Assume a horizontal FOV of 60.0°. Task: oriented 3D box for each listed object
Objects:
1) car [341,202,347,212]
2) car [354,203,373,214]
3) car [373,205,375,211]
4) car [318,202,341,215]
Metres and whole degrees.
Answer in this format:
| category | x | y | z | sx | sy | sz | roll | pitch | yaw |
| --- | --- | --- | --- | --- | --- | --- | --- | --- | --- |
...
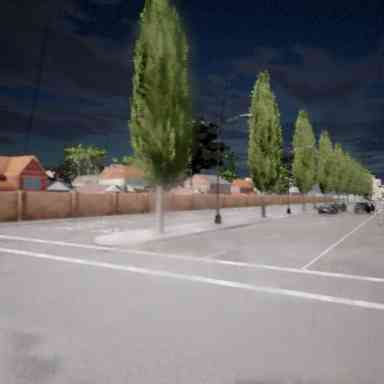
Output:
| category | x | y | z | sx | sy | sz | roll | pitch | yaw |
| --- | --- | --- | --- | --- | --- | --- | --- | --- | --- |
| car | 22.944 | 2.334 | 51.927 | 1.837 | 1.490 | 4.892 | 0 | -1 | 32 |
| car | 23.665 | 2.261 | 46.246 | 1.837 | 1.490 | 4.892 | 0 | -1 | 32 |
| car | 28.772 | 2.442 | 54.514 | 2.033 | 1.411 | 5.357 | 0 | -1 | 32 |
| car | 17.834 | 2.253 | 43.551 | 1.994 | 1.385 | 4.181 | 0 | -1 | 32 |
